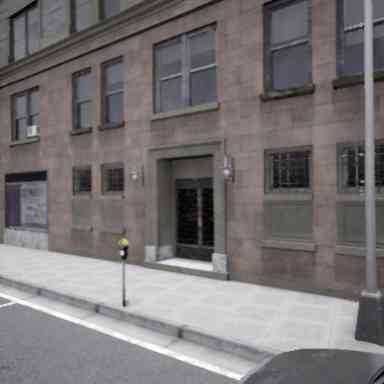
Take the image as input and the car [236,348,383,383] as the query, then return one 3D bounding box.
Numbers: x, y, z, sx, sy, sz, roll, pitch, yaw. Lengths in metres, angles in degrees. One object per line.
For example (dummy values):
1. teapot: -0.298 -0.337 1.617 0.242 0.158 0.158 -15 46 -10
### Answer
1. car: 2.144 1.539 1.548 4.403 1.369 2.008 -1 0 36
